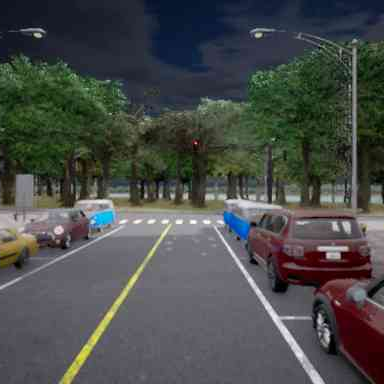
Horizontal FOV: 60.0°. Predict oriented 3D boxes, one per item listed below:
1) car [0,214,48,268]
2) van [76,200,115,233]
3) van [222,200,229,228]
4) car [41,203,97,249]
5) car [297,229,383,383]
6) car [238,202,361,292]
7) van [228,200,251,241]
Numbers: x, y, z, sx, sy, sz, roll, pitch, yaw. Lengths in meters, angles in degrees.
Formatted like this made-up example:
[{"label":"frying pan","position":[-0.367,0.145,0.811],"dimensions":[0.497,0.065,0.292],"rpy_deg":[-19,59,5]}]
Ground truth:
[{"label":"car","position":[-5.769,1.540,8.705],"dimensions":[1.752,1.417,4.829],"rpy_deg":[0,0,0]},{"label":"van","position":[-5.776,1.375,19.750],"dimensions":[1.690,1.788,3.998],"rpy_deg":[0,0,0]},{"label":"van","position":[2.750,1.375,19.755],"dimensions":[1.690,1.788,3.998],"rpy_deg":[0,0,0]},{"label":"car","position":[-5.772,1.465,14.312],"dimensions":[1.967,1.590,4.097],"rpy_deg":[0,0,0]},{"label":"car","position":[2.759,1.446,3.442],"dimensions":[1.967,1.590,4.097],"rpy_deg":[0,0,0]},{"label":"car","position":[2.756,1.330,8.880],"dimensions":[2.192,1.841,5.009],"rpy_deg":[0,0,0]},{"label":"van","position":[2.753,1.365,14.317],"dimensions":[1.690,1.788,3.998],"rpy_deg":[0,0,0]}]
